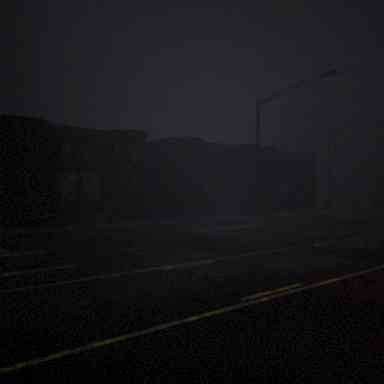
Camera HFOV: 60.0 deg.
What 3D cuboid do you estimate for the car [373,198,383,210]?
[{"bbox_3d":[24.700,1.483,42.246,1.837,1.490,4.892,1,0,8],"label":"car"}]
